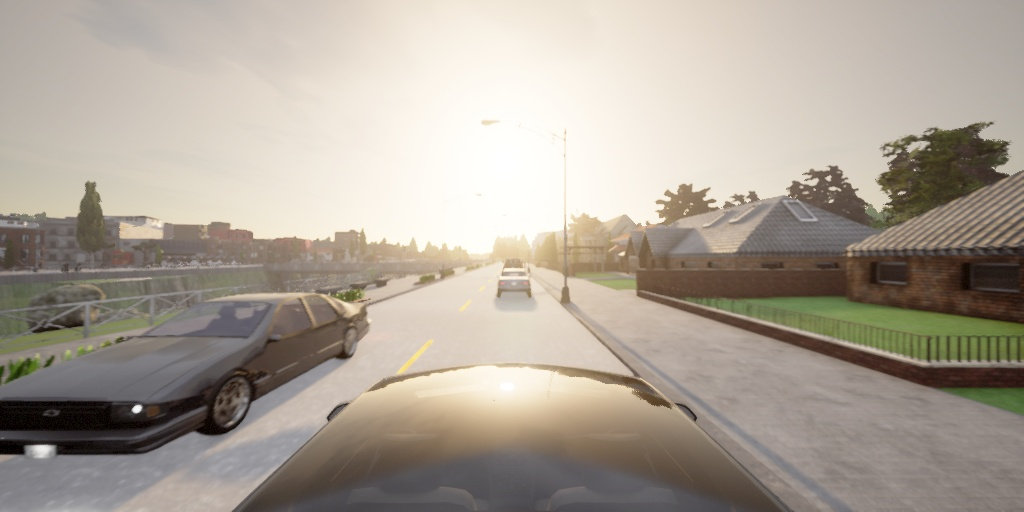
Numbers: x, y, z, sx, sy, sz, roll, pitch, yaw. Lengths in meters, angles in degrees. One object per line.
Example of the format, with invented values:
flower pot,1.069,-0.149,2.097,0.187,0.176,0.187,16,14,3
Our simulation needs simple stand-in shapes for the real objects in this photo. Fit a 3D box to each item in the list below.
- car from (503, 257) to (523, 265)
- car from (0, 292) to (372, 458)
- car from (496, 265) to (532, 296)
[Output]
car,0.110,1.191,40.929,2.150,2.045,5.566,0,0,0
car,-4.070,1.321,5.769,2.033,1.411,5.357,0,0,0
car,0.105,1.400,19.903,2.033,1.411,5.357,0,0,0
